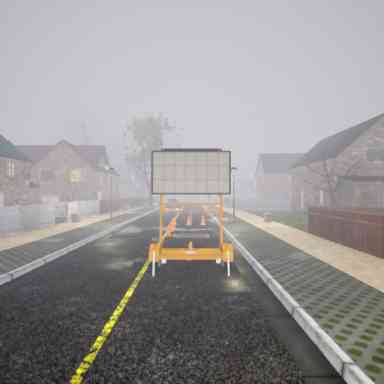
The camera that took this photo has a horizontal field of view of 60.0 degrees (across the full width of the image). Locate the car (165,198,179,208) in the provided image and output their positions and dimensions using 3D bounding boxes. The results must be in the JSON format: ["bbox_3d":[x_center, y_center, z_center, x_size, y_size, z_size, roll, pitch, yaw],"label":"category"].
[{"bbox_3d":[-2.886,1.716,50.470,1.812,1.442,4.674,0,0,0],"label":"car"}]

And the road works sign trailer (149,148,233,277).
[{"bbox_3d":[-0.027,0.471,10.207,2.380,3.560,2.880,0,0,0],"label":"road works sign trailer"}]
